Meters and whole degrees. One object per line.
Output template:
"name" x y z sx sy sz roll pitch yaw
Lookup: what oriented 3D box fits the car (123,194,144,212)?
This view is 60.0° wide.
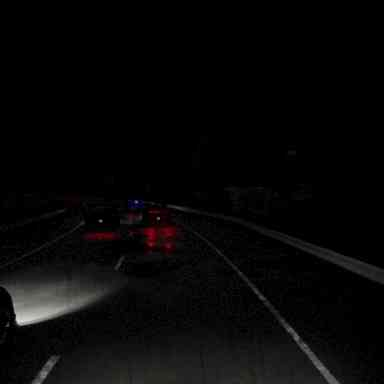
"car" -7.102 1.274 40.540 2.150 2.045 5.566 0 0 -17

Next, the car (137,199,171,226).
"car" -2.635 1.519 23.978 2.128 1.511 4.902 0 0 -11

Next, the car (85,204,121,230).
"car" -5.698 1.510 21.549 1.882 1.535 5.008 0 0 -11

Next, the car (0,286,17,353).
"car" -3.616 1.576 3.378 1.994 1.385 4.181 0 0 -2
